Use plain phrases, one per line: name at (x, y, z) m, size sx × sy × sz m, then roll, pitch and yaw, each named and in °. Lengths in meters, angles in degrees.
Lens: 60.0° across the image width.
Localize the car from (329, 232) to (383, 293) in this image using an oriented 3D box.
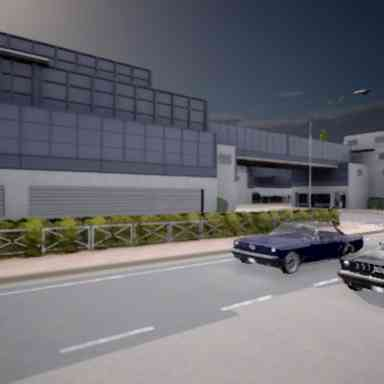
car at (5.563, 1.667, 7.982) m, size 4.718 × 1.301 × 1.895 m, roll 1°, pitch 0°, yaw -36°

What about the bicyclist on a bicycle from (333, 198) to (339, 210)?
bicyclist on a bicycle at (19.436, 1.610, 44.882) m, size 1.656 × 1.620 × 0.582 m, roll 0°, pitch 0°, yaw -36°

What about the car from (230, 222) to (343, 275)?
car at (3.520, 1.667, 10.824) m, size 4.718 × 1.301 × 1.895 m, roll 1°, pitch 0°, yaw -36°
